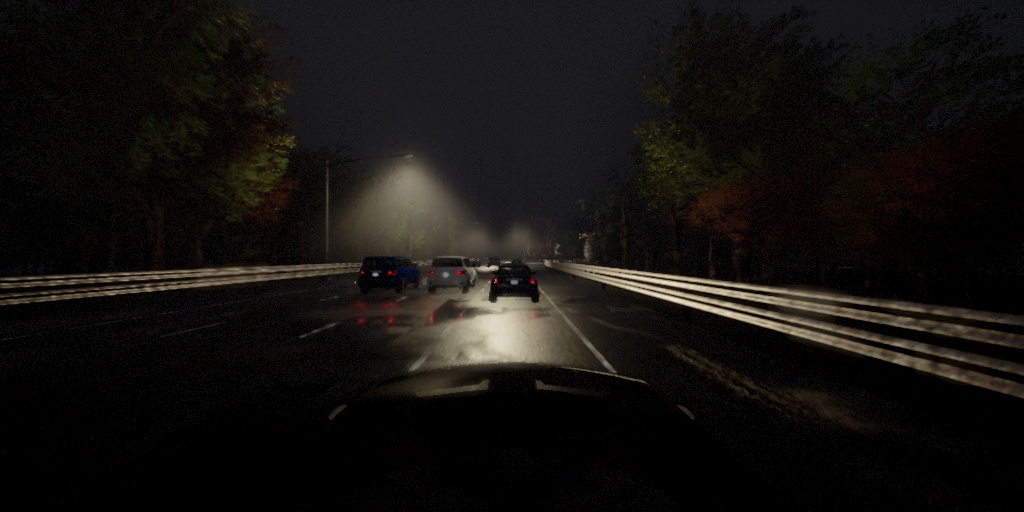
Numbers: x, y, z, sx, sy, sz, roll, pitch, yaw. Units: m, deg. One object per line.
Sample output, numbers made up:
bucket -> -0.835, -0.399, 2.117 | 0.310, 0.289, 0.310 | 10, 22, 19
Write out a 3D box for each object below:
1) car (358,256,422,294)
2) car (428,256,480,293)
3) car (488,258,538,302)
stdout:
car -> -6.903, 1.022, 20.805 | 2.150, 2.045, 5.566 | 0, 0, 0
car -> -3.402, 1.023, 21.095 | 2.150, 2.045, 5.566 | 0, 0, 0
car -> 0.096, 1.142, 17.322 | 2.097, 1.767, 4.553 | 0, 0, 0
